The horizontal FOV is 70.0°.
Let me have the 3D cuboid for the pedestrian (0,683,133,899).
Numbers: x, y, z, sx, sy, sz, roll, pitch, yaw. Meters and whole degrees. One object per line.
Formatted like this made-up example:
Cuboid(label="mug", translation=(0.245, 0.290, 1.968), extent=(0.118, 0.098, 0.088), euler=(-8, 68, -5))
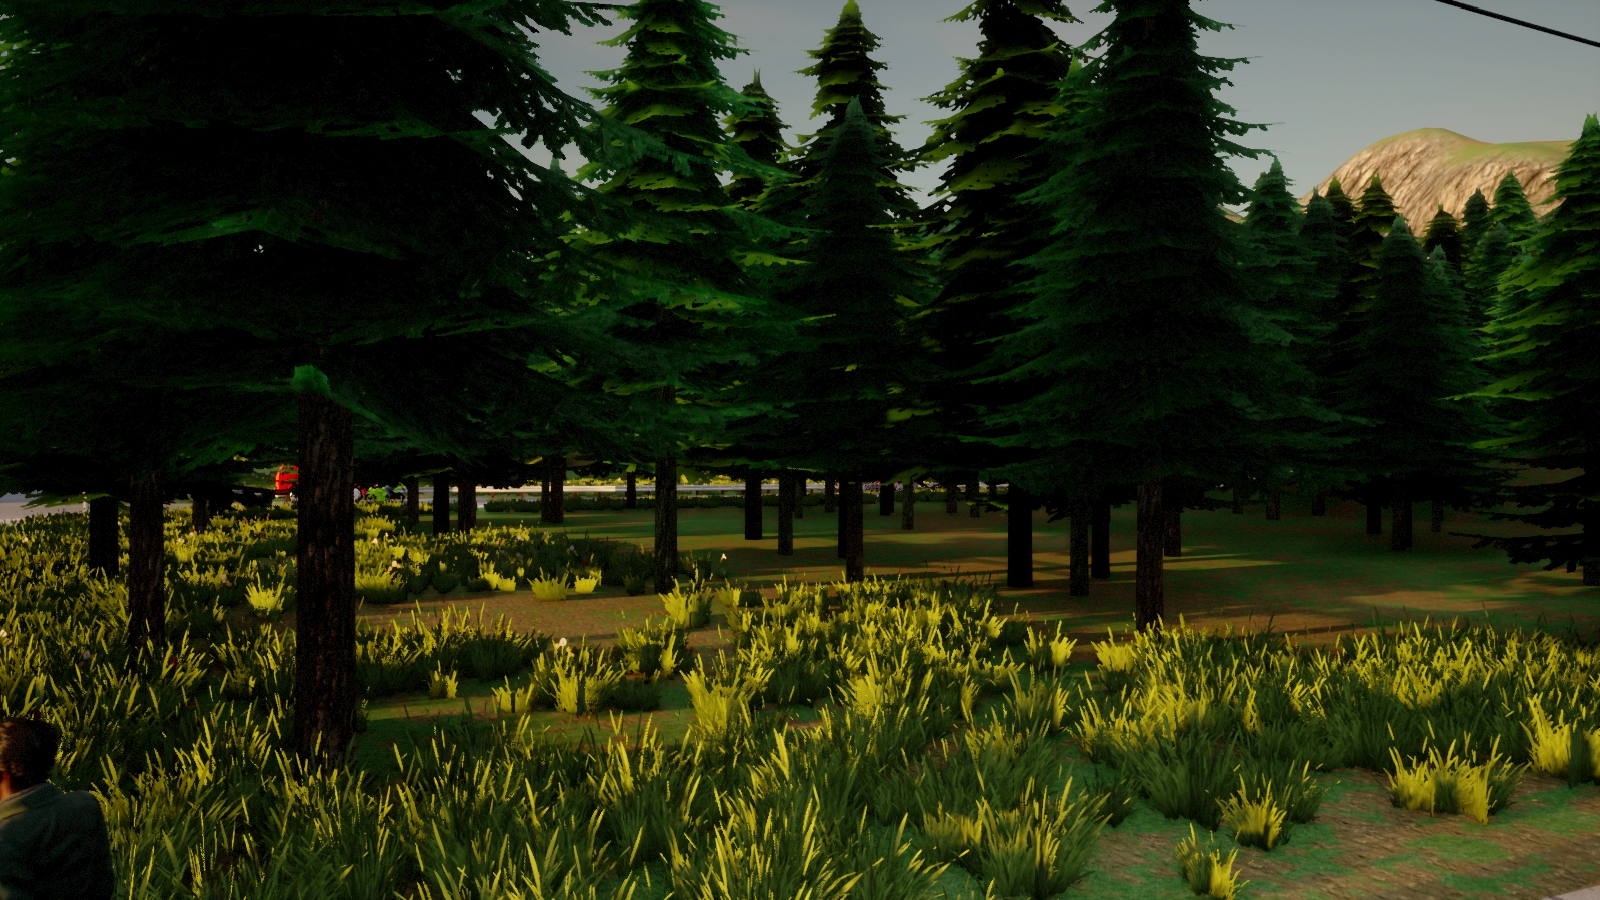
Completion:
Cuboid(label="pedestrian", translation=(-2.283, 1.663, 3.394), extent=(0.375, 1.860, 0.375), euler=(0, 0, 3))
